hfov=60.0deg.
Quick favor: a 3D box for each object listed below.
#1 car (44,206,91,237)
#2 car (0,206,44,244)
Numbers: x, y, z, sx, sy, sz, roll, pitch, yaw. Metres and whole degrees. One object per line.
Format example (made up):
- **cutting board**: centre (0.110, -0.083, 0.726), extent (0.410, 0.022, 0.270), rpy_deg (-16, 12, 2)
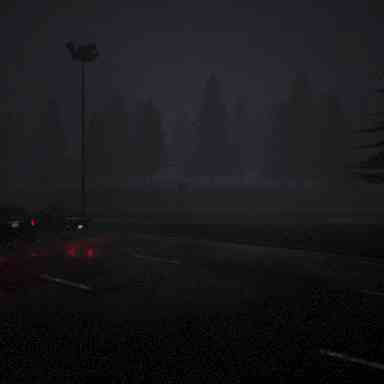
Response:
- **car**: centre (-7.587, 1.528, 18.162), extent (4.902, 1.511, 2.128), rpy_deg (0, 0, 36)
- **car**: centre (-8.935, 1.384, 14.815), extent (4.553, 1.767, 2.097), rpy_deg (0, 0, 36)
